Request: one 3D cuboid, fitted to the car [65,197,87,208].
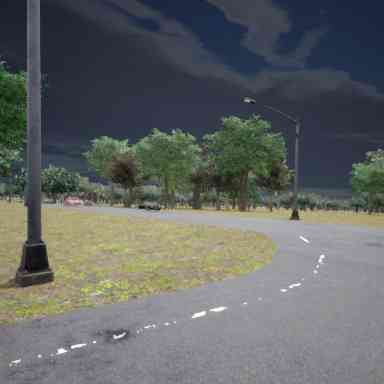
[{"bbox_3d":[-19.316,1.604,54.481,2.097,1.767,4.553,4,-3,-33],"label":"car"}]

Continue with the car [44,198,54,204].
[{"bbox_3d":[-36.934,2.399,85.729,1.837,1.490,4.892,4,-3,-33],"label":"car"}]

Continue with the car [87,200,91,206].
[{"bbox_3d":[-23.597,2.372,72.711,2.033,1.411,5.357,4,-3,-35],"label":"car"}]

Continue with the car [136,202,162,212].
[{"bbox_3d":[-6.296,2.096,47.763,1.895,1.301,4.718,4,-3,-35],"label":"car"}]
